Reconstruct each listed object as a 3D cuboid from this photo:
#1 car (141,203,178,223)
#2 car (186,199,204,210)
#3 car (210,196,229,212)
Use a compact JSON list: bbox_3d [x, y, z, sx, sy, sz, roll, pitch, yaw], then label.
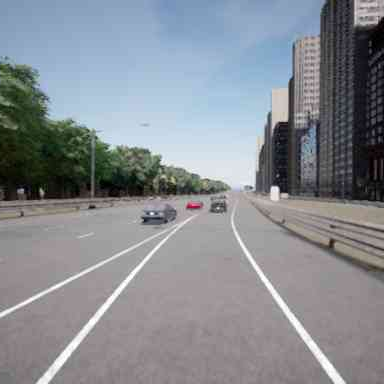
[{"bbox_3d":[-2.410,1.557,25.484,2.033,1.411,5.357,0,0,8],"label":"car"},{"bbox_3d":[0.441,1.631,45.308,1.994,1.385,4.181,1,0,8],"label":"car"},{"bbox_3d":[3.346,1.593,40.596,1.837,1.490,4.892,0,0,8],"label":"car"}]
